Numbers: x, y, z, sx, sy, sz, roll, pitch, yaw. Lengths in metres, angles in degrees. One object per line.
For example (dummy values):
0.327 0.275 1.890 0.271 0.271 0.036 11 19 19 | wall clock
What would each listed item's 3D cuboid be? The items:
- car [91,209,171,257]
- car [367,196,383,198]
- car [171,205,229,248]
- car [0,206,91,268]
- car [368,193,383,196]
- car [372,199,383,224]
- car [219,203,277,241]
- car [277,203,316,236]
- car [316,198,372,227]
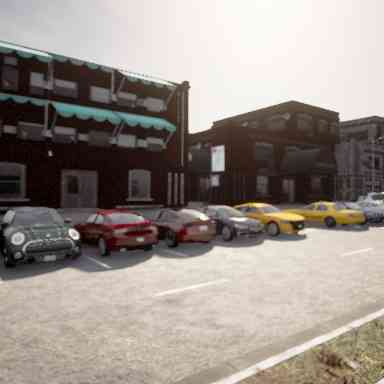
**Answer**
-3.144 1.441 13.106 2.097 1.535 5.008 -1 0 -35 | car
14.854 1.324 26.140 1.946 1.575 5.366 0 0 -35 | car
-0.899 1.449 14.745 2.163 1.488 4.792 -1 0 -35 | car
-5.431 1.336 11.525 2.185 1.767 4.553 -1 0 -35 | car
17.244 1.086 27.576 2.435 2.045 5.566 0 0 -35 | car
10.534 1.365 22.843 2.002 1.452 4.674 0 0 -35 | car
1.379 1.399 16.337 2.231 1.521 4.892 -1 0 -35 | car
3.747 1.374 18.019 2.097 1.535 5.008 -1 0 -35 | car
8.170 1.334 21.386 1.946 1.575 5.366 0 0 -35 | car
